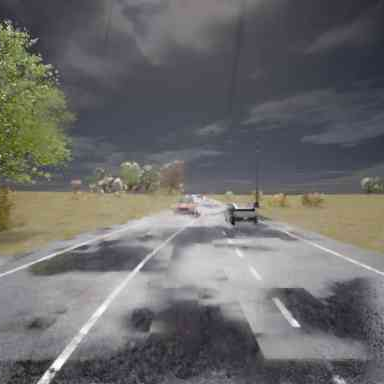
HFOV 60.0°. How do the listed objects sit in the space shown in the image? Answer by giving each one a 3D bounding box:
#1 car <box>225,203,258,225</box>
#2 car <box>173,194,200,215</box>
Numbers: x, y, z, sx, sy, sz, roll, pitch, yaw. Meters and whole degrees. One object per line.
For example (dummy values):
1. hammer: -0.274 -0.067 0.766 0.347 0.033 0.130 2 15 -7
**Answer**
1. car: 3.501 1.507 23.975 2.128 1.511 4.902 0 0 0
2. car: -0.664 1.372 34.221 2.097 1.767 4.553 0 0 5
